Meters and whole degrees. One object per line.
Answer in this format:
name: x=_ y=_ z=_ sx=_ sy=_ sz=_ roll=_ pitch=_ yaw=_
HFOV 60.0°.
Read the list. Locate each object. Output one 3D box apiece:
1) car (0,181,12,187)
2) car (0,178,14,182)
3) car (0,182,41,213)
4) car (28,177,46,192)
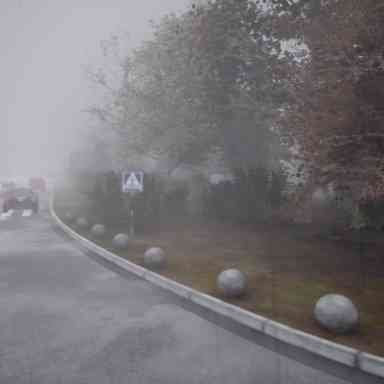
car: x=-20.997 y=-0.204 z=35.777 sx=1.812 sy=1.442 sz=4.674 roll=1 pitch=3 yaw=-23
car: x=-24.847 y=-0.753 z=45.019 sx=2.128 sy=1.511 sz=4.902 roll=1 pitch=3 yaw=-23
car: x=-12.211 y=0.428 z=23.924 sx=2.097 sy=1.767 sz=4.553 roll=1 pitch=3 yaw=-25
car: x=-22.827 y=-1.109 z=48.894 sx=2.150 sy=2.045 sz=5.566 roll=1 pitch=2 yaw=-23
